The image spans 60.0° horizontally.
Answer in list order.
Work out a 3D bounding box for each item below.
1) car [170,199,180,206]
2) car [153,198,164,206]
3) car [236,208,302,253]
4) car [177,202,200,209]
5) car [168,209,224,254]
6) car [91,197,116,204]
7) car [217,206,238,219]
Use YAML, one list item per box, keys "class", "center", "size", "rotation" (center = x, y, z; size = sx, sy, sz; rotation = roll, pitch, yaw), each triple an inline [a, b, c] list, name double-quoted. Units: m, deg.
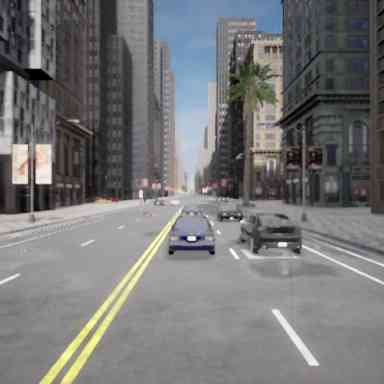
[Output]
- class: "car"
  center: [-3.330, 2.057, 66.533]
  size: [1.812, 1.442, 4.674]
  rotation: [0, 0, 0]
- class: "car"
  center: [-6.579, 2.040, 66.458]
  size: [2.128, 1.511, 4.902]
  rotation: [0, 0, 0]
- class: "car"
  center: [3.237, 1.630, 14.307]
  size: [1.837, 1.490, 4.892]
  rotation: [0, 0, 0]
- class: "car"
  center: [-0.031, 1.792, 28.987]
  size: [2.033, 1.411, 5.357]
  rotation: [0, 0, 0]
- class: "car"
  center: [-0.015, 1.668, 13.988]
  size: [2.033, 1.411, 5.357]
  rotation: [0, 0, 0]
- class: "car"
  center: [-23.942, 2.545, 90.039]
  size: [4.829, 1.417, 1.752]
  rotation: [-1, 1, 0]
- class: "car"
  center: [3.220, 1.846, 29.104]
  size: [1.895, 1.301, 4.718]
  rotation: [0, 0, 0]
